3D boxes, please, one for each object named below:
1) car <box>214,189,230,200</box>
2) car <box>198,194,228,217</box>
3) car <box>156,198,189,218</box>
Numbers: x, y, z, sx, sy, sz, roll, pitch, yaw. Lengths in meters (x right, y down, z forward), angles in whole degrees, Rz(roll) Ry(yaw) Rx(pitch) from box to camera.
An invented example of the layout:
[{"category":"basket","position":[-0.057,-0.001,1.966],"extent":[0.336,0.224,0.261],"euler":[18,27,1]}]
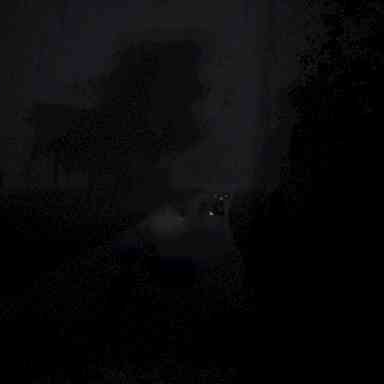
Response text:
[{"category":"car","position":[3.866,0.319,42.833],"extent":[1.895,1.301,4.718],"euler":[1,4,9]},{"category":"car","position":[1.598,1.160,25.820],"extent":[1.895,1.301,4.718],"euler":[0,2,6]},{"category":"car","position":[-1.388,1.124,25.033],"extent":[1.994,1.385,4.181],"euler":[2,2,6]}]
